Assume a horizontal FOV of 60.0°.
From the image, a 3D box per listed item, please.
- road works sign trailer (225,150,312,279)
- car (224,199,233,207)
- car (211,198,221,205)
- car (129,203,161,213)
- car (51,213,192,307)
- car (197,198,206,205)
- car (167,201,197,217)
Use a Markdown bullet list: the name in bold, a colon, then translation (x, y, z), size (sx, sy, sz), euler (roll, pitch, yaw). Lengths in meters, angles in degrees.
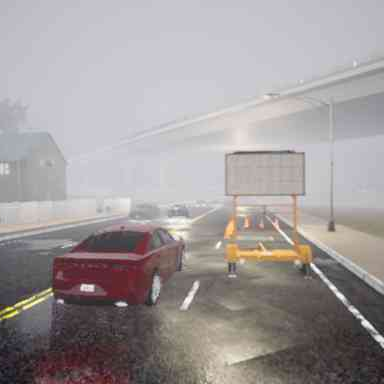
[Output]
- **road works sign trailer**: translation (2.231, 0.523, 10.320), size (2.380, 3.560, 2.880), euler (0, 0, 6)
- **car**: translation (6.823, 1.954, 60.246), size (1.994, 1.385, 4.181), euler (0, 0, 9)
- **car**: translation (5.359, 2.025, 72.857), size (2.033, 1.411, 5.357), euler (0, 0, 9)
- **car**: translation (-4.404, 1.788, 31.830), size (2.033, 1.411, 5.357), euler (0, 0, 9)
- **car**: translation (-1.433, 1.540, 8.280), size (1.882, 1.535, 5.008), euler (0, 0, 9)
- **car**: translation (2.020, 2.053, 72.522), size (1.994, 1.385, 4.181), euler (0, 0, 9)
- **car**: translation (-1.069, 1.791, 32.095), size (1.994, 1.385, 4.181), euler (0, 0, 9)
